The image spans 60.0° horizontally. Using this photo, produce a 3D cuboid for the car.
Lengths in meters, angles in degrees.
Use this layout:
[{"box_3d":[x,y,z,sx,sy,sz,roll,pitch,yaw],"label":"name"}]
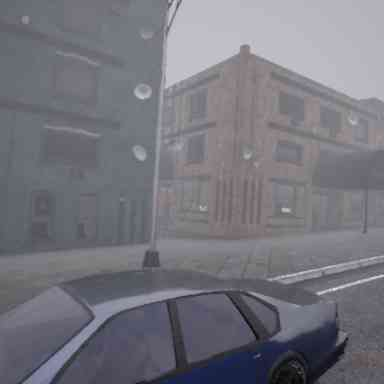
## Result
[{"box_3d":[-0.645,1.562,3.226,5.357,1.411,2.033,1,0,-36],"label":"car"}]
